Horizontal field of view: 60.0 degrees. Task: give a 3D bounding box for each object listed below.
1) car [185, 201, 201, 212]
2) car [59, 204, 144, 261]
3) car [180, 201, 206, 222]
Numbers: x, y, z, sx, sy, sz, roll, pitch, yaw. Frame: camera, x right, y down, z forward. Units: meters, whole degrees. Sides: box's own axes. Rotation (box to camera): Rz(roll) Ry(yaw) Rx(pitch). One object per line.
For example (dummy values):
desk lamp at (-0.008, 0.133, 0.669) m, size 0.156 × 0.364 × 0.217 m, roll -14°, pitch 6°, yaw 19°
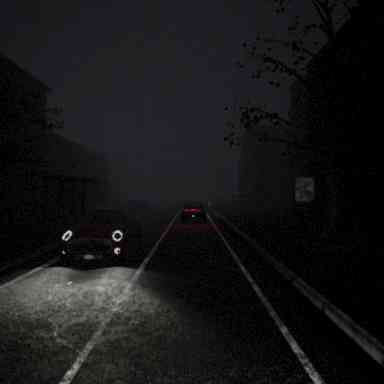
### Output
car at (0.105, 1.814, 43.029) m, size 1.895 × 1.301 × 4.718 m, roll 0°, pitch -1°, yaw 0°
car at (-3.099, 1.359, 12.222) m, size 2.097 × 1.767 × 4.553 m, roll 0°, pitch 0°, yaw 0°
car at (0.104, 1.508, 26.138) m, size 2.128 × 1.511 × 4.902 m, roll 0°, pitch 0°, yaw 0°
